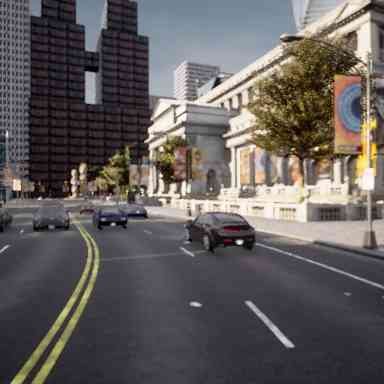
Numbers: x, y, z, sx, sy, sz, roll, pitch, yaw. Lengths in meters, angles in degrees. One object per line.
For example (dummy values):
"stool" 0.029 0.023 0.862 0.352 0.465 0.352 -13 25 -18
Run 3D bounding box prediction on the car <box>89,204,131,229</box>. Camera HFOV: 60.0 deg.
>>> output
"car" -5.829 1.782 23.214 1.895 1.301 4.718 0 0 -22

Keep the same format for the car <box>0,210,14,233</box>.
"car" -12.629 1.810 21.100 1.895 1.301 4.718 0 0 -22

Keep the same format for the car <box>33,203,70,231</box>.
"car" -9.264 1.546 22.100 2.097 1.767 4.553 0 0 -22

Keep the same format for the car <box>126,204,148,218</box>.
"car" -5.653 1.799 32.074 1.994 1.385 4.181 0 0 -22

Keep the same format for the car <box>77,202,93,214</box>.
"car" -12.759 1.877 40.268 2.033 1.411 5.357 0 0 -22

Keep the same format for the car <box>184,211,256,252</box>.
"car" 1.048 1.590 14.448 1.837 1.490 4.892 0 -1 -16
